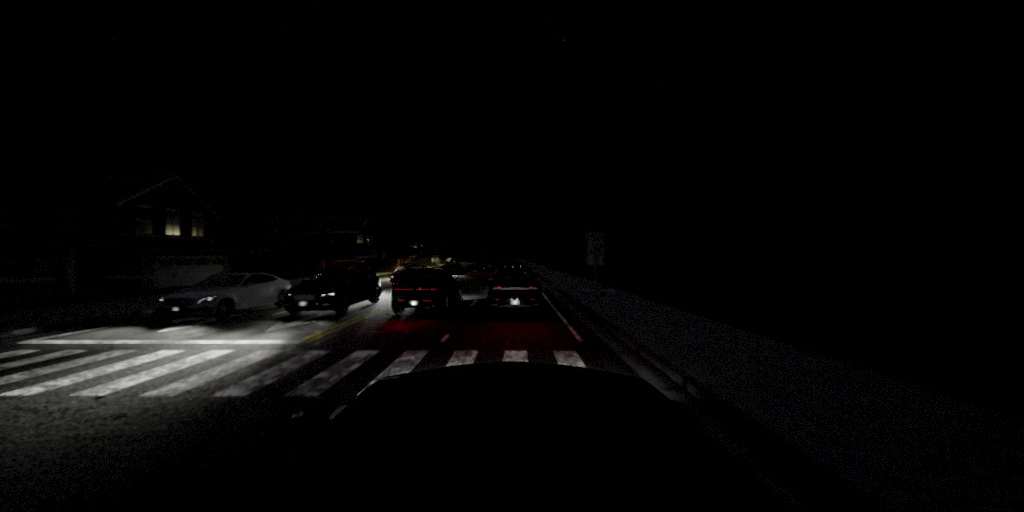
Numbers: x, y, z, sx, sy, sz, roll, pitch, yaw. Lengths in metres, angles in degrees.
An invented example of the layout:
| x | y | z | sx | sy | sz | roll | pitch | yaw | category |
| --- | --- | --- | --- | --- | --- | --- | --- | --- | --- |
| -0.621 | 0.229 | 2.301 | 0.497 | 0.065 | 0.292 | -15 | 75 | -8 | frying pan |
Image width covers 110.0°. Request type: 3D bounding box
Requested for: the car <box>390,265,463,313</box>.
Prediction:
| x | y | z | sx | sy | sz | roll | pitch | yaw | category |
| --- | --- | --- | --- | --- | --- | --- | --- | --- | --- |
| -3.153 | 1.253 | 13.927 | 1.837 | 1.490 | 4.892 | 0 | 0 | 0 | car |

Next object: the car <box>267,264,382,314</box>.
| x | y | z | sx | sy | sz | roll | pitch | yaw | category |
| --- | --- | --- | --- | --- | --- | --- | --- | --- | --- |
| -6.600 | 1.240 | 13.764 | 2.128 | 1.511 | 4.902 | 0 | 0 | 0 | car |

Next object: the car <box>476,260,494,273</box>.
| x | y | z | sx | sy | sz | roll | pitch | yaw | category |
| --- | --- | --- | --- | --- | --- | --- | --- | --- | --- |
| -3.263 | 1.263 | 43.971 | 1.812 | 1.442 | 4.674 | 0 | 0 | 0 | car |

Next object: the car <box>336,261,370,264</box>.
| x | y | z | sx | sy | sz | roll | pitch | yaw | category |
| --- | --- | --- | --- | --- | --- | --- | --- | --- | --- |
| -9.850 | 1.098 | 21.605 | 2.097 | 1.767 | 4.553 | 0 | 0 | 0 | car |

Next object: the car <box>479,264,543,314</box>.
| x | y | z | sx | sy | sz | roll | pitch | yaw | category |
| --- | --- | --- | --- | --- | --- | --- | --- | --- | --- |
| 0.098 | 1.240 | 13.707 | 2.128 | 1.511 | 4.902 | 0 | 0 | 0 | car |

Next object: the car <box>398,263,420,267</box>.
| x | y | z | sx | sy | sz | roll | pitch | yaw | category |
| --- | --- | --- | --- | --- | --- | --- | --- | --- | --- |
| -6.602 | 1.346 | 24.095 | 1.895 | 1.301 | 4.718 | 0 | 0 | 0 | car |

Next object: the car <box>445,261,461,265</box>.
| x | y | z | sx | sy | sz | roll | pitch | yaw | category |
| --- | --- | --- | --- | --- | --- | --- | --- | --- | --- |
| -6.570 | 1.287 | 39.217 | 2.033 | 1.411 | 5.357 | 0 | 0 | 0 | car |

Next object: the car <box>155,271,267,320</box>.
| x | y | z | sx | sy | sz | roll | pitch | yaw | category |
| --- | --- | --- | --- | --- | --- | --- | --- | --- | --- |
| -9.838 | 1.275 | 12.811 | 1.812 | 1.442 | 4.674 | 0 | 0 | 0 | car |

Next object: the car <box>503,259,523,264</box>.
| x | y | z | sx | sy | sz | roll | pitch | yaw | category |
| --- | --- | --- | --- | --- | --- | --- | --- | --- | --- |
| 0.091 | 1.092 | 37.485 | 2.097 | 1.767 | 4.553 | 0 | 0 | 0 | car |
